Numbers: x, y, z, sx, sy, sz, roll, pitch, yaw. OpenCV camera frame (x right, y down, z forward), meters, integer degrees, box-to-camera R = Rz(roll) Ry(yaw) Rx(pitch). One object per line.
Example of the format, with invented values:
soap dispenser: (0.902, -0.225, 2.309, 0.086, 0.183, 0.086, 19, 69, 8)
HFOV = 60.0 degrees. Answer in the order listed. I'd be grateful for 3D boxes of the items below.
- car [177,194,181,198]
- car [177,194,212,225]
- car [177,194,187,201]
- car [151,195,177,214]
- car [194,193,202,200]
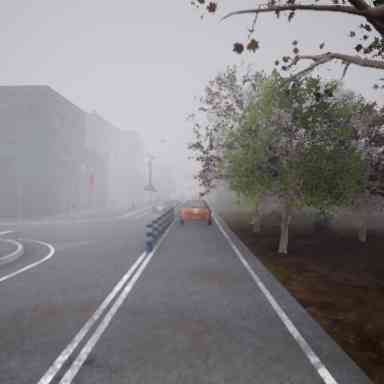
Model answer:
car: (-2.549, 1.269, 51.096, 1.812, 1.442, 4.674, 0, 0, 2)
car: (0.290, 1.275, 23.674, 2.097, 1.767, 4.553, 0, 0, 1)
car: (-2.019, 1.173, 68.307, 1.994, 1.385, 4.181, 0, 1, 1)
car: (-2.984, 1.357, 33.976, 2.128, 1.511, 4.902, 0, 0, 1)
car: (1.390, 0.920, 74.663, 1.812, 1.442, 4.674, 0, 1, 1)
